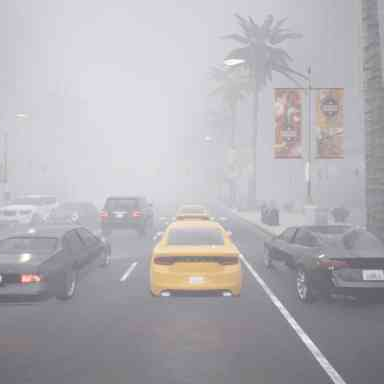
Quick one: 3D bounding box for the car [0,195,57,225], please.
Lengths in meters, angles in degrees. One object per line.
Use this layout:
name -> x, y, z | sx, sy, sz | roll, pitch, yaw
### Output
car -> -10.579, 1.218, 22.003 | 2.150, 2.045, 5.566 | 0, 0, 0

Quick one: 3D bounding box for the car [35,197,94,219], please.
car -> -7.098, 1.351, 19.858 | 2.097, 1.767, 4.553 | 0, 0, 0

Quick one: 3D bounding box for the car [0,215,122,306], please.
car -> -3.422, 1.547, 8.275 | 2.033, 1.411, 5.357 | 0, 0, 0

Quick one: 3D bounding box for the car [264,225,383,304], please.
car -> 3.166, 1.513, 8.206 | 2.161, 1.482, 4.786 | 0, 0, -1

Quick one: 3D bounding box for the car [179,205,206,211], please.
car -> 0.036, 1.478, 18.816 | 1.882, 1.535, 5.008 | 0, 0, 0

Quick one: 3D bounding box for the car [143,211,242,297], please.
car -> 0.073, 1.478, 8.618 | 1.882, 1.535, 5.008 | 0, 0, 0

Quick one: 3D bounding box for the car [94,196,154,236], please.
car -> -3.462, 1.222, 18.546 | 2.150, 2.045, 5.566 | 0, 0, 0
